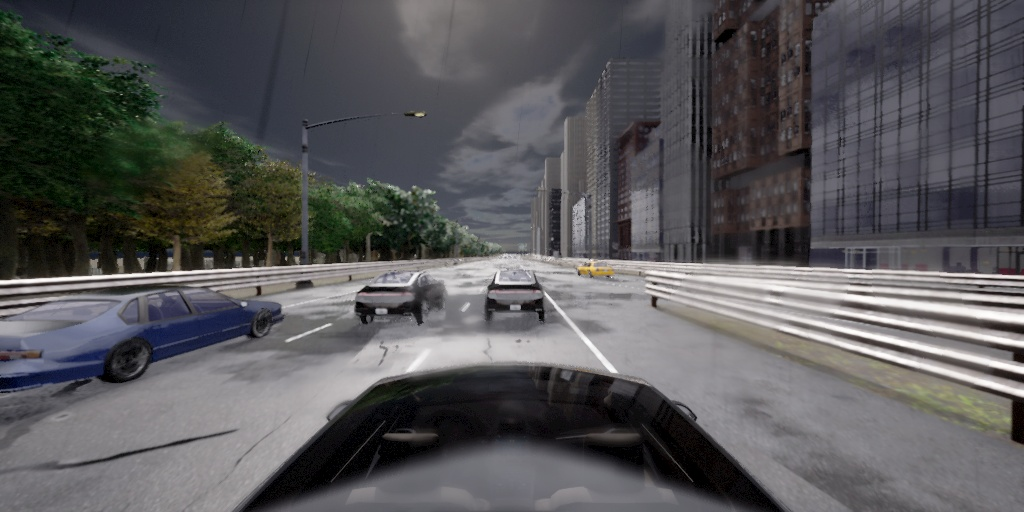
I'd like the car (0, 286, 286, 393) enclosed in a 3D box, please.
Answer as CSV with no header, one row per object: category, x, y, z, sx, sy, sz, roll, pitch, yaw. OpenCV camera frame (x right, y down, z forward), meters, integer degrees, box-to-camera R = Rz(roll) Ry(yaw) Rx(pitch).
car,-6.905,1.287,6.980,2.033,1.411,5.357,0,0,0

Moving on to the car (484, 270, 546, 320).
car,0.094,1.221,12.460,2.128,1.511,4.902,0,0,0

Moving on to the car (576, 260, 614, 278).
car,7.449,1.171,32.817,1.801,1.575,5.366,0,0,-10

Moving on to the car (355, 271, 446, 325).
car,-3.405,1.222,11.780,2.128,1.511,4.902,0,0,0
